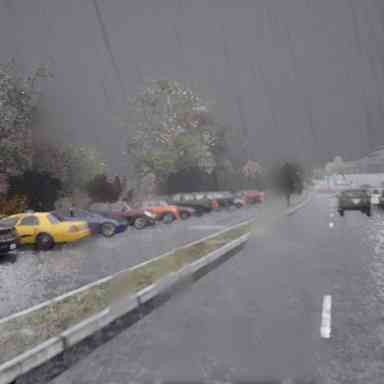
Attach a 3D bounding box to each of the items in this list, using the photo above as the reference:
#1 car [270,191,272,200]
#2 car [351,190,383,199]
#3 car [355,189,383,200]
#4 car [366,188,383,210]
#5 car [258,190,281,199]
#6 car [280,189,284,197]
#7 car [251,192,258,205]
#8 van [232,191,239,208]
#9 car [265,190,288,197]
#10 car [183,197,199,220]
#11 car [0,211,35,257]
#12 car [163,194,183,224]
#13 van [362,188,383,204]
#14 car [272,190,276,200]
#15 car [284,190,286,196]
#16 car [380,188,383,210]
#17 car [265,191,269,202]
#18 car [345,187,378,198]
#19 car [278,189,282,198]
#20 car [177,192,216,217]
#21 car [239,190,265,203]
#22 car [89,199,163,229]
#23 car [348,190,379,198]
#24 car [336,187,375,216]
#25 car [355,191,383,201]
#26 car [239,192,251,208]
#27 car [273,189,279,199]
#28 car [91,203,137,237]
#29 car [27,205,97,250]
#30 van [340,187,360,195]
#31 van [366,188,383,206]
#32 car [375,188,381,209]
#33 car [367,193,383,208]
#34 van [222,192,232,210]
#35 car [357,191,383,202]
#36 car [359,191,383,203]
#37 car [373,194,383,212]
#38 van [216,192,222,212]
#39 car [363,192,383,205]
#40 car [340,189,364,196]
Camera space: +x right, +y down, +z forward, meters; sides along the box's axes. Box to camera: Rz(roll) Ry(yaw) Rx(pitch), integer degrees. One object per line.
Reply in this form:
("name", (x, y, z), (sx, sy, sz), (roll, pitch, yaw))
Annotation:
("car", (10.563, 0.790, 56.180), (4.553, 1.767, 2.185), (-2, 0, 2))
("car", (31.565, 0.442, 59.786), (5.008, 1.535, 2.097), (0, 0, 1))
("car", (29.337, 0.404, 54.163), (4.553, 1.767, 2.185), (0, 0, 1))
("car", (20.162, 0.629, 31.890), (5.566, 2.045, 2.435), (0, 0, 3))
("car", (16.913, 0.548, 72.765), (4.553, 1.767, 2.185), (-2, 0, 0))
("car", (15.927, 0.712, 69.981), (5.008, 1.535, 2.097), (-2, 0, 1))
("car", (6.025, 1.114, 45.204), (4.792, 1.488, 2.163), (-2, 0, 3))
("van", (2.649, 0.984, 36.968), (4.442, 1.987, 1.878), (-2, 0, 3))
("car", (22.021, 0.469, 86.745), (5.366, 1.575, 1.946), (-2, 0, -1))
("car", (-2.070, 1.424, 25.995), (4.674, 1.452, 2.002), (-2, 0, 3))
("car", (-8.326, 1.616, 11.127), (4.892, 1.521, 2.231), (-2, 0, 3))
("car", (-3.196, 1.300, 23.242), (4.553, 1.767, 2.185), (-2, 0, 3))
("van", (24.676, 0.481, 42.988), (4.442, 1.987, 1.878), (0, 1, 3))
("car", (11.652, 0.875, 58.930), (5.008, 1.535, 2.097), (-2, 0, 2))
("car", (17.774, 0.636, 75.541), (5.366, 1.575, 1.946), (-2, 0, 0))
("car", (15.444, 0.804, 20.804), (5.566, 2.045, 2.435), (0, 1, 3))
("car", (8.469, 0.991, 50.686), (5.366, 1.575, 1.946), (-2, 0, 3))
("car", (34.723, 0.062, 68.258), (5.566, 2.045, 2.435), (0, 1, 0))
("car", (14.909, 0.781, 67.218), (4.792, 1.488, 2.163), (-2, 0, 1))
("car", (-0.953, 1.091, 28.734), (5.566, 2.045, 2.435), (-2, 0, 3))
("car", (7.107, 0.792, 47.943), (5.566, 2.045, 2.435), (-2, 0, 3))
("car", (-4.413, 1.345, 20.510), (4.553, 1.767, 2.185), (-2, 0, 3))
("car", (33.714, 0.356, 65.428), (5.008, 1.535, 2.097), (0, 1, 0))
("car", (13.006, 0.796, 26.945), (2.150, 2.045, 5.566), (-1, 0, 21))
("car", (28.224, 0.575, 51.358), (4.892, 1.521, 2.231), (0, 0, 2))
("car", (3.879, 1.161, 39.706), (5.366, 1.575, 1.946), (-2, 0, 3))
("car", (13.782, 0.824, 64.444), (4.792, 1.488, 2.163), (-2, 0, 1))
("car", (-5.666, 1.547, 17.384), (4.792, 1.488, 2.163), (-2, 0, 3))
("car", (-7.198, 1.570, 14.259), (5.366, 1.575, 1.946), (-2, 0, 3))
("van", (40.546, -0.160, 85.390), (4.442, 1.987, 1.878), (-1, 1, -2))
("van", (22.350, 0.568, 37.431), (4.442, 1.987, 1.878), (0, 1, 3))
("car", (17.832, 0.716, 26.353), (5.566, 2.045, 2.435), (0, 0, 3))
("car", (21.305, 0.837, 34.659), (5.008, 1.535, 2.097), (0, 1, 3))
("van", (1.497, 1.026, 34.221), (4.442, 1.987, 1.878), (-2, 0, 3))
("car", (27.107, 0.618, 48.554), (5.008, 1.535, 2.097), (0, 1, 2))
("car", (26.136, 0.658, 45.770), (5.366, 1.575, 1.946), (0, 0, 2))
("car", (18.974, 0.924, 29.119), (5.008, 1.535, 2.097), (0, 1, 3))
("van", (0.347, 1.069, 31.476), (4.442, 1.987, 1.878), (-2, 0, 3))
("car", (23.664, 0.779, 40.212), (4.792, 1.488, 2.163), (0, 0, 3))
("car", (39.727, 0.107, 82.527), (4.892, 1.521, 2.231), (-1, 1, -2))
